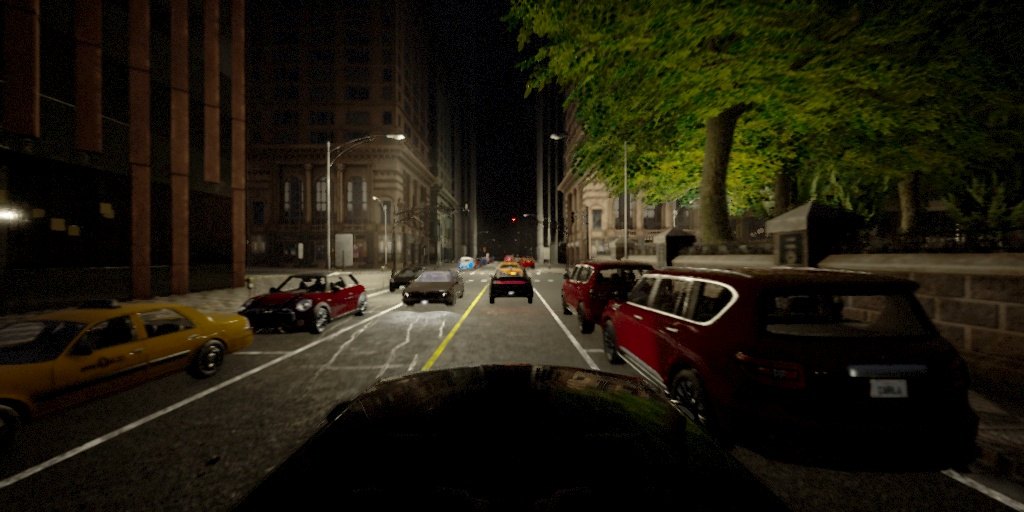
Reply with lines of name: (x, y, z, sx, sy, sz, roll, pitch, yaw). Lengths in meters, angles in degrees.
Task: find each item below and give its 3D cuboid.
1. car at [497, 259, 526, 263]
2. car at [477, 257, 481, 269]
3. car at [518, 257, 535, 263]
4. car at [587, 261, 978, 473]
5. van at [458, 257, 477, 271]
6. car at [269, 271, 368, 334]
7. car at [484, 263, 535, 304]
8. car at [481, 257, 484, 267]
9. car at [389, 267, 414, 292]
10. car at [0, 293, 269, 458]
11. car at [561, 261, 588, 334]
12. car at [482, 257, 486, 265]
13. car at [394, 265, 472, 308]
car: (-0.195, 1.222, 26.783, 1.882, 1.535, 5.008, 0, 0, -1)
car: (-6.174, 1.216, 53.604, 1.967, 1.591, 4.097, 0, 0, 0)
car: (2.351, 1.054, 53.682, 2.192, 1.841, 5.009, 0, 0, 0)
car: (2.747, 1.054, 5.016, 2.192, 1.841, 5.009, 0, 0, 0)
van: (-6.130, 1.114, 48.164, 1.690, 1.789, 3.998, 0, 0, 0)
car: (-5.823, 1.215, 10.460, 1.967, 1.591, 4.097, 0, 0, 0)
car: (-0.043, 1.240, 16.402, 2.128, 1.511, 4.902, 0, 0, 0)
car: (-6.219, 1.326, 59.045, 1.888, 1.381, 4.507, 0, 0, 0)
car: (-5.913, 1.336, 21.508, 1.948, 1.339, 4.313, 0, 0, 0)
car: (-5.777, 1.301, 4.765, 1.751, 1.417, 4.829, 0, 0, 0)
car: (2.702, 1.053, 10.541, 2.192, 1.841, 5.009, 0, 0, 0)
car: (-6.263, 1.352, 64.486, 1.948, 1.339, 4.313, 0, 0, 0)
car: (-3.186, 1.309, 15.710, 2.033, 1.411, 5.357, 0, 0, 0)
